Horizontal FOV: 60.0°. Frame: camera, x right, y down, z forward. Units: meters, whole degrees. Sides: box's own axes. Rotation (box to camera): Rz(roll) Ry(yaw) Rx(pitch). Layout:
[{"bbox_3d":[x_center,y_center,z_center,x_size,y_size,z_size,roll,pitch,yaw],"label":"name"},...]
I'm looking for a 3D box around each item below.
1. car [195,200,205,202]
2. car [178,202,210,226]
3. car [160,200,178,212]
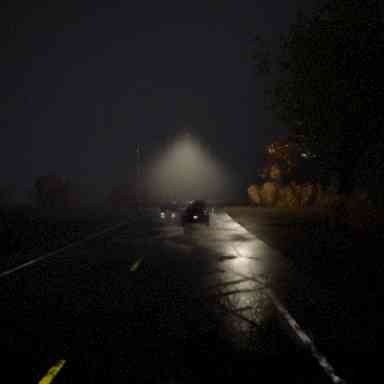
[{"bbox_3d":[0.979,1.701,41.213,1.812,1.442,4.674,0,0,3],"label":"car"},{"bbox_3d":[0.282,1.671,24.438,1.994,1.385,4.181,0,0,1],"label":"car"},{"bbox_3d":[-2.728,1.724,41.328,2.033,1.411,5.357,0,0,3],"label":"car"}]
